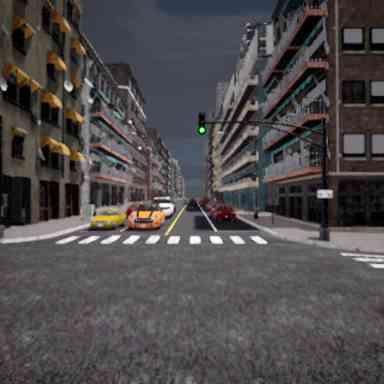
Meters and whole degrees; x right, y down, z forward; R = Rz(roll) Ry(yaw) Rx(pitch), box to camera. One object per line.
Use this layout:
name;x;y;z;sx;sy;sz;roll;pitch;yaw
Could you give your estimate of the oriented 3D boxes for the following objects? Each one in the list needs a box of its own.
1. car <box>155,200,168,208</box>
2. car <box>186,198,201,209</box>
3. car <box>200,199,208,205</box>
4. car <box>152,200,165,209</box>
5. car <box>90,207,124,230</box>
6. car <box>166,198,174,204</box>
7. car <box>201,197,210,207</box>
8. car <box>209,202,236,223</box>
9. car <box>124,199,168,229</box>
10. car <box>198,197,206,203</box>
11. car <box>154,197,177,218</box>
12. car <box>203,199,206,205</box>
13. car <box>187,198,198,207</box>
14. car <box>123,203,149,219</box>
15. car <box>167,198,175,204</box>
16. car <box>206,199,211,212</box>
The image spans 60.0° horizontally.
car;-5.605;2.158;61.760;2.008;1.369;4.403;1;-1;0
car;0.071;2.039;54.443;1.837;1.490;4.892;0;-1;0
car;2.797;2.339;78.304;1.947;1.339;4.313;1;-1;0
car;-5.612;2.076;56.067;1.752;1.417;4.829;1;-1;0
car;-5.653;1.750;22.928;1.752;1.417;4.829;1;-1;0
car;-5.577;2.353;83.682;1.752;1.417;4.829;1;-1;0
car;2.785;1.977;67.262;2.192;1.841;5.009;1;-1;0
car;2.734;1.824;28.596;1.887;1.381;4.507;1;-1;0
car;-3.065;1.580;23.205;2.097;1.767;4.553;0;-1;0
car;2.819;2.381;94.876;1.967;1.590;4.097;1;-1;0
car;-3.053;1.553;33.872;2.150;2.045;5.566;0;-1;0
car;2.755;2.024;45.165;1.802;1.307;4.206;1;-1;0
car;0.082;1.990;64.836;2.097;1.767;4.553;0;-1;0
car;-5.640;1.879;34.144;1.887;1.381;4.507;1;-1;0
car;-5.570;2.436;89.375;2.008;1.369;4.403;1;-1;0
car;2.742;1.774;34.121;1.967;1.590;4.097;1;-1;0
